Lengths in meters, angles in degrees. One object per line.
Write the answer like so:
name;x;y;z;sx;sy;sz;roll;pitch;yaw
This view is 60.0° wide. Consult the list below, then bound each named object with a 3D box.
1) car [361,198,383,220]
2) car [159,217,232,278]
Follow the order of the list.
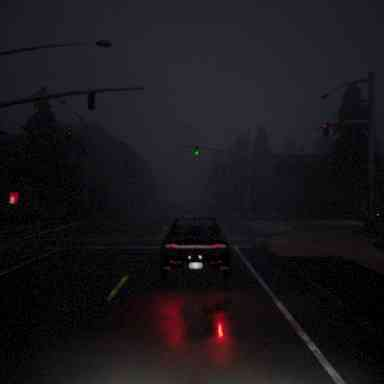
car;15.836;1.216;25.353;5.566;2.045;2.150;0;0;-8
car;0.089;1.497;10.159;2.128;1.511;4.902;0;0;0
